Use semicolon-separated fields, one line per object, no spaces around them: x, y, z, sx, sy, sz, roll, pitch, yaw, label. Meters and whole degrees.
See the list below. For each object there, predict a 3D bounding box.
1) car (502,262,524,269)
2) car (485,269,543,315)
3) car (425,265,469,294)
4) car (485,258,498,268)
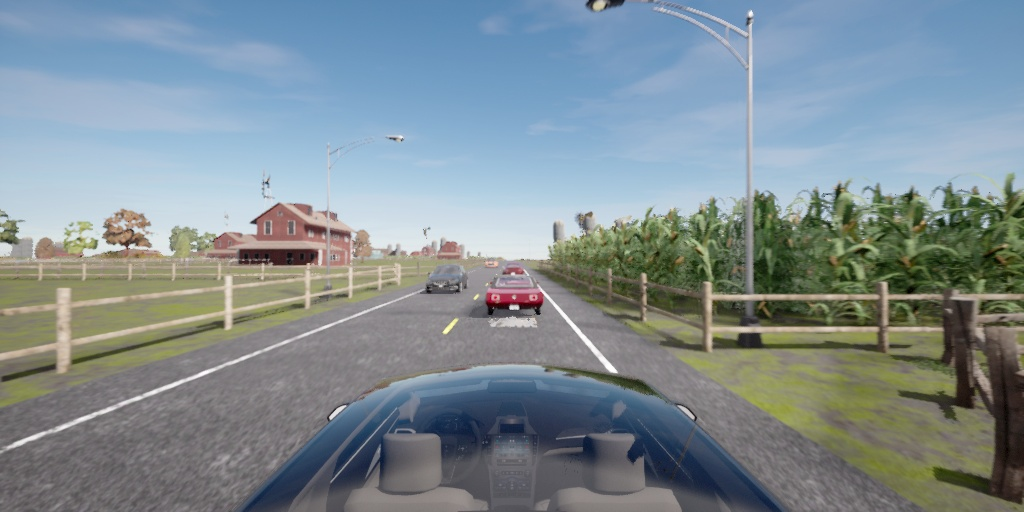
0.113;1.289;31.617;1.812;1.442;4.674;0;0;0;car
0.087;1.352;13.674;1.895;1.301;4.718;0;0;0;car
-3.592;1.260;20.488;1.837;1.490;4.892;0;0;0;car
-3.515;1.155;61.991;2.097;1.767;4.553;0;0;1;car
